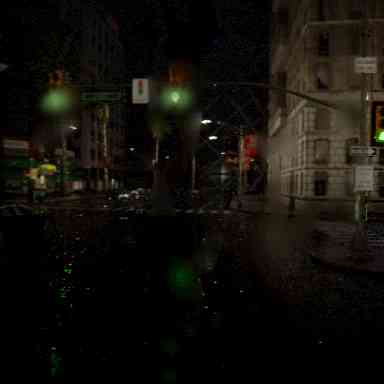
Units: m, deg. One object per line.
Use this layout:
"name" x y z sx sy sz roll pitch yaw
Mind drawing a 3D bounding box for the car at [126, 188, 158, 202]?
"car" -6.262 0.382 42.587 2.128 1.511 4.902 1 1 8

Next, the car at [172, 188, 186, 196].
"car" -2.704 -0.050 62.444 1.882 1.535 5.008 1 1 17

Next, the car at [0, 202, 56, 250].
"car" -6.797 1.101 11.919 2.128 1.511 4.902 1 1 8

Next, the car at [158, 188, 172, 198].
"car" -4.904 0.201 52.541 1.812 1.442 4.674 1 1 8

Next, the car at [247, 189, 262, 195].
"car" 14.347 -0.065 76.666 4.181 1.385 1.994 0 2 -41

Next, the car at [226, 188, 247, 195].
"car" 9.860 -0.214 77.079 5.008 1.535 1.882 -1 2 -45

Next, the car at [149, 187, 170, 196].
"car" -6.133 -0.104 63.208 2.128 1.511 4.902 1 1 17

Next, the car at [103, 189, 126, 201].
"car" -9.694 0.371 43.328 2.033 1.411 5.357 1 1 8

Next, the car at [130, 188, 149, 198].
"car" -8.346 0.135 53.212 1.812 1.442 4.674 1 1 8
